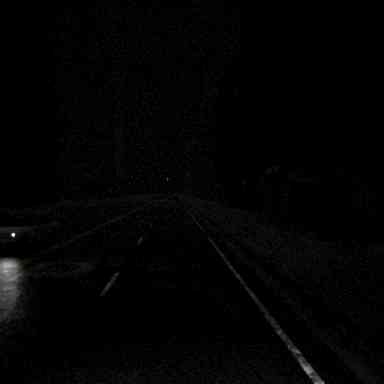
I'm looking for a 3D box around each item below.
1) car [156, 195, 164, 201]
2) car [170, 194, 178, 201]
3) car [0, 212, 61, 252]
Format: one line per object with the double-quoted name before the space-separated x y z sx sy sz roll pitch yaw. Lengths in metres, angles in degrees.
"car" -7.290 1.328 75.497 2.033 1.411 5.357 0 0 -3
"car" -4.046 1.240 75.673 1.882 1.535 5.008 0 0 -3
"car" -7.312 1.637 14.182 1.895 1.301 4.718 0 0 -3
